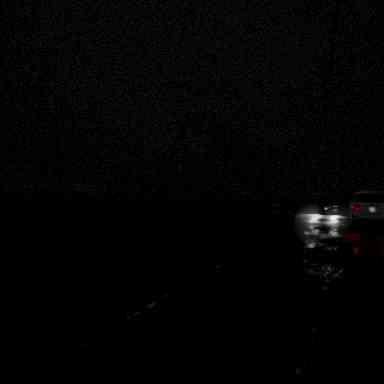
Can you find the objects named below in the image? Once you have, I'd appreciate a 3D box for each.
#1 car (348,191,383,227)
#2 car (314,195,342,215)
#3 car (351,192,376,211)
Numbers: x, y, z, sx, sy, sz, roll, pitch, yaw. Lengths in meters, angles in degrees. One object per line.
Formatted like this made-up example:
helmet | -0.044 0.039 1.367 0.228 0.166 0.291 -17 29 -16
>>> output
car | 10.660 0.961 19.924 2.150 2.045 5.566 2 1 26
car | 11.655 1.059 28.510 1.837 1.490 4.892 2 2 26
car | 17.484 0.906 34.100 2.097 1.767 4.553 2 1 26
